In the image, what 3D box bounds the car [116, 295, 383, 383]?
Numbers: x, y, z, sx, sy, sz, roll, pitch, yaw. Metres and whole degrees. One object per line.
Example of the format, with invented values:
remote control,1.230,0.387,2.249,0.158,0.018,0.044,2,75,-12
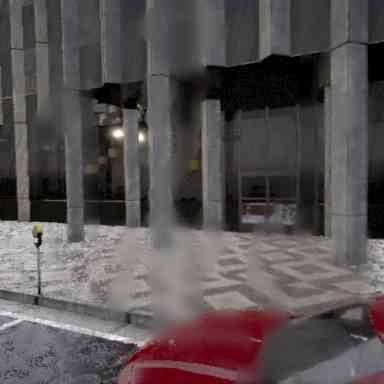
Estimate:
car,1.572,1.407,2.074,4.507,1.381,1.887,0,3,25
